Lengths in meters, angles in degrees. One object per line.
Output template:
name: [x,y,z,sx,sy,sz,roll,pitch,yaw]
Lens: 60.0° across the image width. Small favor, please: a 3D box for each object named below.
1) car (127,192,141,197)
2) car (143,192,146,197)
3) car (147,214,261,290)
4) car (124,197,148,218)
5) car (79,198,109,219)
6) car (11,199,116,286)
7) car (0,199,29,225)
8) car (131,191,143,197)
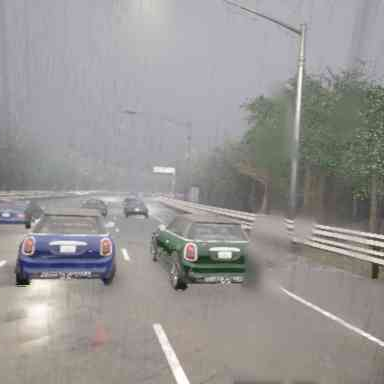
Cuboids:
car: [-8.545,1.238,46.896,1.882,1.535,5.008,4,0,-10]
car: [-13.735,1.246,85.729,1.895,1.301,4.718,4,0,-4]
car: [0.162,1.423,9.565,2.097,1.767,4.553,4,0,-16]
car: [-4.999,1.442,29.648,1.994,1.385,4.181,4,0,-13]
car: [-7.762,1.253,26.628,1.994,1.385,4.181,4,0,-13]
car: [-3.220,1.213,9.133,2.097,1.767,4.553,4,0,-16]
car: [-9.218,1.094,17.839,2.033,1.411,5.357,4,0,-14]
car: [-11.856,0.900,68.218,2.150,2.045,5.566,4,0,-7]
